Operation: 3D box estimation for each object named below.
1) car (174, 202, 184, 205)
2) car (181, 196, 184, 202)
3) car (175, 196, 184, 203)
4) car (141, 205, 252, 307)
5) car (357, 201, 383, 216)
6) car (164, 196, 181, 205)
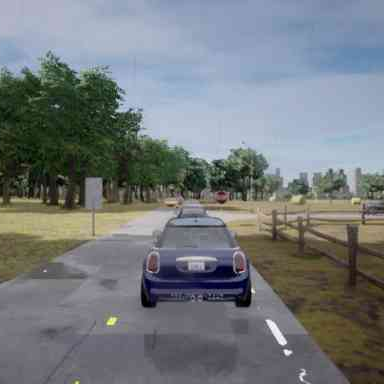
[{"bbox_3d":[0.048,1.533,18.627,1.837,1.490,4.892,0,0,0],"label":"car"},{"bbox_3d":[-2.965,1.824,63.591,1.994,1.385,4.181,0,-1,0],"label":"car"},{"bbox_3d":[-2.951,1.742,78.411,2.097,1.767,4.553,0,-1,0],"label":"car"},{"bbox_3d":[0.072,1.359,8.132,2.097,1.767,4.553,0,0,0],"label":"car"},{"bbox_3d":[19.336,1.638,33.742,4.892,1.490,1.837,0,-2,0],"label":"car"},{"bbox_3d":[-2.968,1.615,47.919,1.882,1.535,5.008,0,0,0],"label":"car"}]
